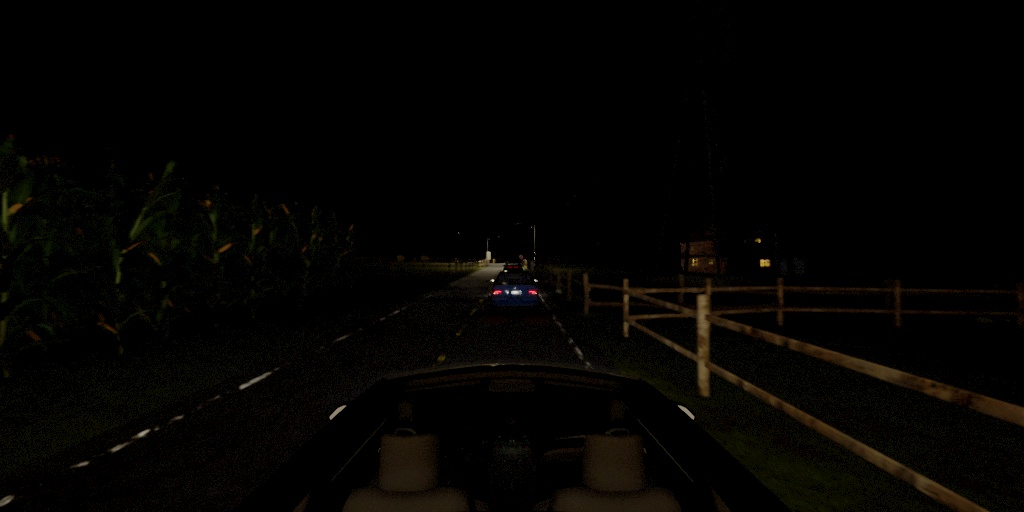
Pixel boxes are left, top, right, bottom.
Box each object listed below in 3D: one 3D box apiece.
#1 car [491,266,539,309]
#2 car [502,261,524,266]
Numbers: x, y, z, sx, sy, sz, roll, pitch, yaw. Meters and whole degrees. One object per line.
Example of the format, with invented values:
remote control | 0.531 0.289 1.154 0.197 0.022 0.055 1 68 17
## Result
car | 0.095 1.305 14.838 2.033 1.411 5.357 0 0 0
car | 0.103 1.269 35.607 2.128 1.511 4.902 0 0 0
